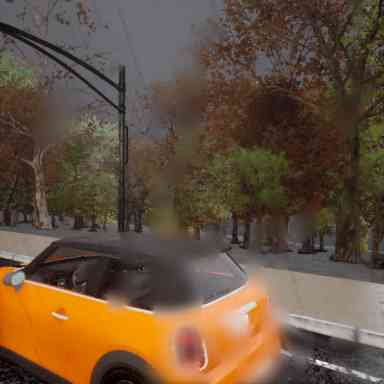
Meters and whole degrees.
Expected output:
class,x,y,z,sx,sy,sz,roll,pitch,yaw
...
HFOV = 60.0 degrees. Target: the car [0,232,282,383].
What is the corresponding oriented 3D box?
class,x,y,z,sx,sy,sz,roll,pitch,yaw
car,-1.231,1.351,4.574,4.553,1.767,2.097,0,0,36
